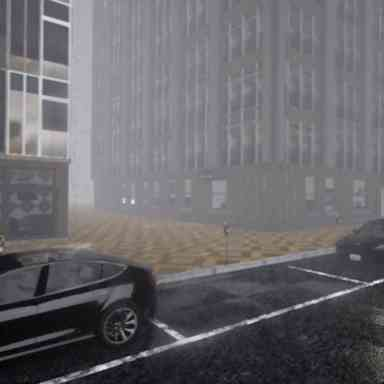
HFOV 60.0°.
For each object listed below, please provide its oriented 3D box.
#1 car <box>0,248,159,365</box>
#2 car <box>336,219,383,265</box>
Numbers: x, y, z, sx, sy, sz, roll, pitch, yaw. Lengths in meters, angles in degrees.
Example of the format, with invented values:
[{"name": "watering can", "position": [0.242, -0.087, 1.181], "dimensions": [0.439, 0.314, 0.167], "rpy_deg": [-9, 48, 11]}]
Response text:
[{"name": "car", "position": [-2.530, 1.569, 4.749], "dimensions": [4.313, 1.339, 1.947], "rpy_deg": [0, 0, -36]}, {"name": "car", "position": [6.733, 1.621, 11.357], "dimensions": [4.313, 1.339, 1.947], "rpy_deg": [0, 0, -36]}]
